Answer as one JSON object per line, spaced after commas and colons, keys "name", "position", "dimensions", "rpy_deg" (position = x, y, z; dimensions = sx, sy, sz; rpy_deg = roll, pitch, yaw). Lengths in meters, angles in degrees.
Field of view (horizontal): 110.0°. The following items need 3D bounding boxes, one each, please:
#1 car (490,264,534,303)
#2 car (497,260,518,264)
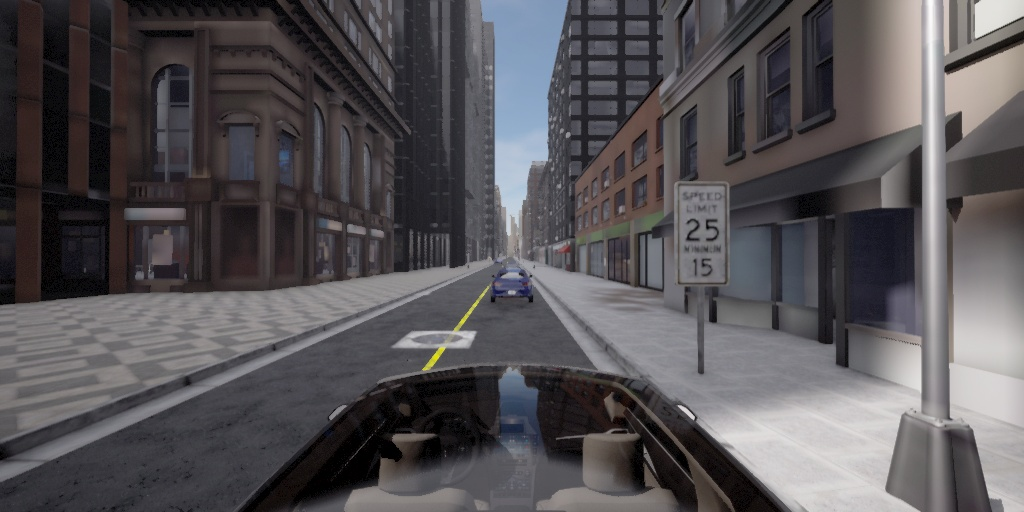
{"name": "car", "position": [0.000, 1.276, 16.500], "dimensions": [1.812, 1.442, 4.674], "rpy_deg": [0, 0, 0]}
{"name": "car", "position": [0.000, 1.304, 31.500], "dimensions": [1.994, 1.385, 4.181], "rpy_deg": [0, 0, 0]}
